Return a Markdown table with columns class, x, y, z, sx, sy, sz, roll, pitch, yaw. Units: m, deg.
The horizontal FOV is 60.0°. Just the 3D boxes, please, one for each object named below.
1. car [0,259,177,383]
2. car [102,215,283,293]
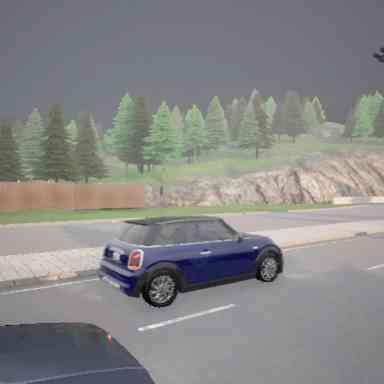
| class | x | y | z | sx | sy | sz | roll | pitch | yaw |
| --- | --- | --- | --- | --- | --- | --- | --- | --- | --- |
| car | -2.774 | 1.547 | 1.766 | 5.357 | 1.411 | 2.033 | 0 | 0 | -36 |
| car | 0.150 | 1.353 | 8.153 | 4.553 | 1.767 | 2.097 | 0 | 0 | -36 |
